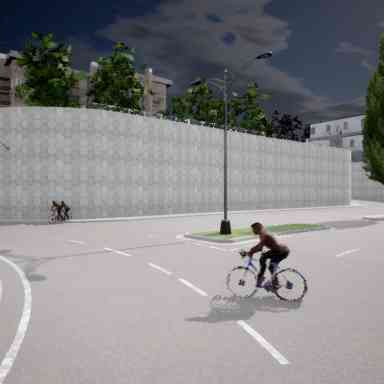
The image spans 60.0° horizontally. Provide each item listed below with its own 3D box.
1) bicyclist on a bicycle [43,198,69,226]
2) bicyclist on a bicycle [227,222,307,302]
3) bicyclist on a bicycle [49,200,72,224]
[{"bbox_3d":[-9.619,1.387,23.638,0.582,1.620,1.656,0,9,21],"label":"bicyclist on a bicycle"},{"bbox_3d":[1.515,1.454,6.907,1.656,1.620,0.582,-1,0,17],"label":"bicyclist on a bicycle"},{"bbox_3d":[-9.030,1.424,23.433,0.582,1.620,1.656,10,9,23],"label":"bicyclist on a bicycle"}]
